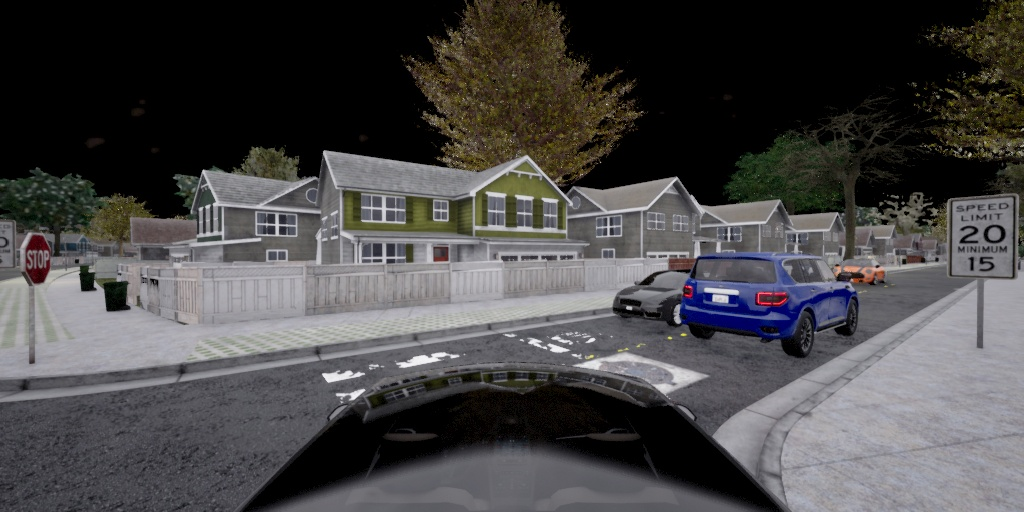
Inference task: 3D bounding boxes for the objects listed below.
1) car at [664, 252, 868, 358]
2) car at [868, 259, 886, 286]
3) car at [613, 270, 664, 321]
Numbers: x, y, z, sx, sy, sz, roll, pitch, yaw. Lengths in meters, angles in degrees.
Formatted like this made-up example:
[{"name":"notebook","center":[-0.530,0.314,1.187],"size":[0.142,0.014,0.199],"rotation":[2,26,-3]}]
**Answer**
[{"name":"car","center":[6.328,0.931,8.651],"size":[5.566,2.045,2.150],"rotation":[0,1,-35]},{"name":"car","center":[23.057,0.954,23.883],"size":[4.553,1.767,2.097],"rotation":[0,0,-37]},{"name":"car","center":[5.251,1.190,11.379],"size":[4.892,1.490,1.837],"rotation":[0,1,-35]}]
